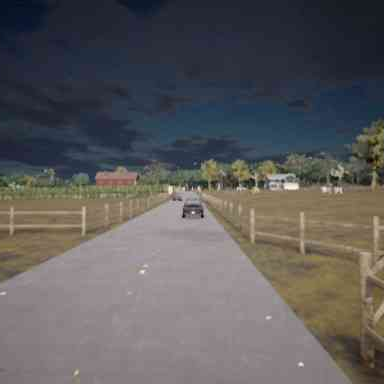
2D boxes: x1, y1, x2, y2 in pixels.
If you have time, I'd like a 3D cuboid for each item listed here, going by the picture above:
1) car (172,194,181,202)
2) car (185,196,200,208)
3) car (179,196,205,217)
[{"bbox_3d":[-2.772,1.120,63.969,2.033,1.411,5.357,0,1,0],"label":"car"},{"bbox_3d":[0.066,1.319,44.980,1.994,1.385,4.181,0,1,0],"label":"car"},{"bbox_3d":[0.095,1.374,29.199,1.837,1.490,4.892,0,1,0],"label":"car"}]
